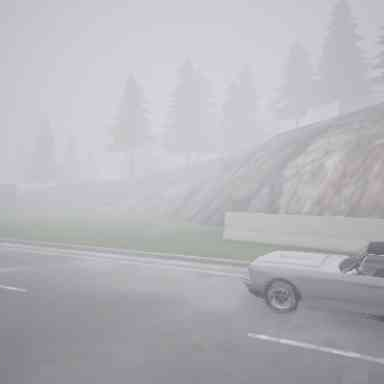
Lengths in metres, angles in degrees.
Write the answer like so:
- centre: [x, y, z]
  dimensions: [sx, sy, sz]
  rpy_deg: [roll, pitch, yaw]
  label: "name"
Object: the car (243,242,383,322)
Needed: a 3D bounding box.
- centre: [3.395, 1.599, 6.091]
  dimensions: [4.718, 1.301, 1.895]
  rpy_deg: [0, 0, 30]
  label: "car"
